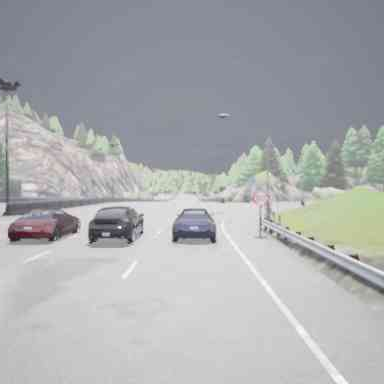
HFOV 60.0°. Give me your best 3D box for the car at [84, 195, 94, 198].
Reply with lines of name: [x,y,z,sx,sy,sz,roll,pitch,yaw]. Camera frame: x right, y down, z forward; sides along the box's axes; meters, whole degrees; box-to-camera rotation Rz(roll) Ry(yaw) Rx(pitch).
car: [-24.572,1.682,78.897,1.994,1.385,4.181,0,-2,0]

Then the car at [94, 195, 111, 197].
car: [-21.072,1.682,78.900,1.994,1.385,4.181,0,-2,0]

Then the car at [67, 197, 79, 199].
car: [-28.072,1.724,78.863,1.895,1.301,4.718,0,-2,0]

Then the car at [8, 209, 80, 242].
car: [-6.919,1.486,16.019,1.994,1.385,4.181,0,0,0]

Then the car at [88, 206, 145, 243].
car: [-3.419,1.428,15.637,1.837,1.490,4.892,0,0,0]

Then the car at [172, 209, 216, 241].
car: [0.148,1.485,16.121,1.994,1.385,4.181,0,0,2]
